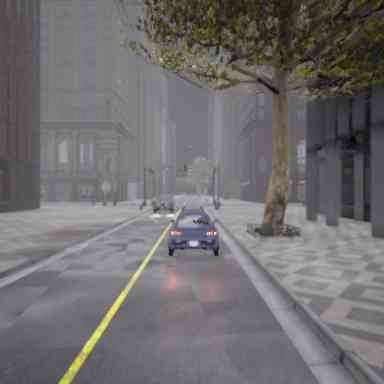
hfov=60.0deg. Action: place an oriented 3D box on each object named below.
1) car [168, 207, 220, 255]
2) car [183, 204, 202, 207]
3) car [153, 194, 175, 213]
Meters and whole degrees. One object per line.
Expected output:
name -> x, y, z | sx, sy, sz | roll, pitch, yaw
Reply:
car -> 0.070, 1.537, 13.265 | 1.812, 1.442, 4.674 | 0, 0, 0
car -> 0.063, 1.624, 26.252 | 1.895, 1.301, 4.718 | 0, 0, 0
car -> -3.063, 1.256, 37.233 | 2.150, 2.045, 5.566 | 0, 0, 0
